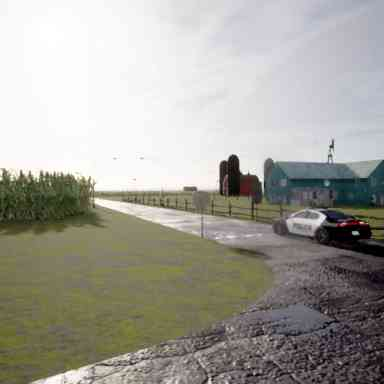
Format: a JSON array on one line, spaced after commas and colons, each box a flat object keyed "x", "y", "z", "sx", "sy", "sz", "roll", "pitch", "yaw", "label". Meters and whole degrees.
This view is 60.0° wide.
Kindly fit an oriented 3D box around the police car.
[{"x": 5.808, "y": 1.506, "z": 15.846, "sx": 2.038, "sy": 1.542, "sz": 4.974, "roll": -1, "pitch": 0, "yaw": -21, "label": "police car"}]
